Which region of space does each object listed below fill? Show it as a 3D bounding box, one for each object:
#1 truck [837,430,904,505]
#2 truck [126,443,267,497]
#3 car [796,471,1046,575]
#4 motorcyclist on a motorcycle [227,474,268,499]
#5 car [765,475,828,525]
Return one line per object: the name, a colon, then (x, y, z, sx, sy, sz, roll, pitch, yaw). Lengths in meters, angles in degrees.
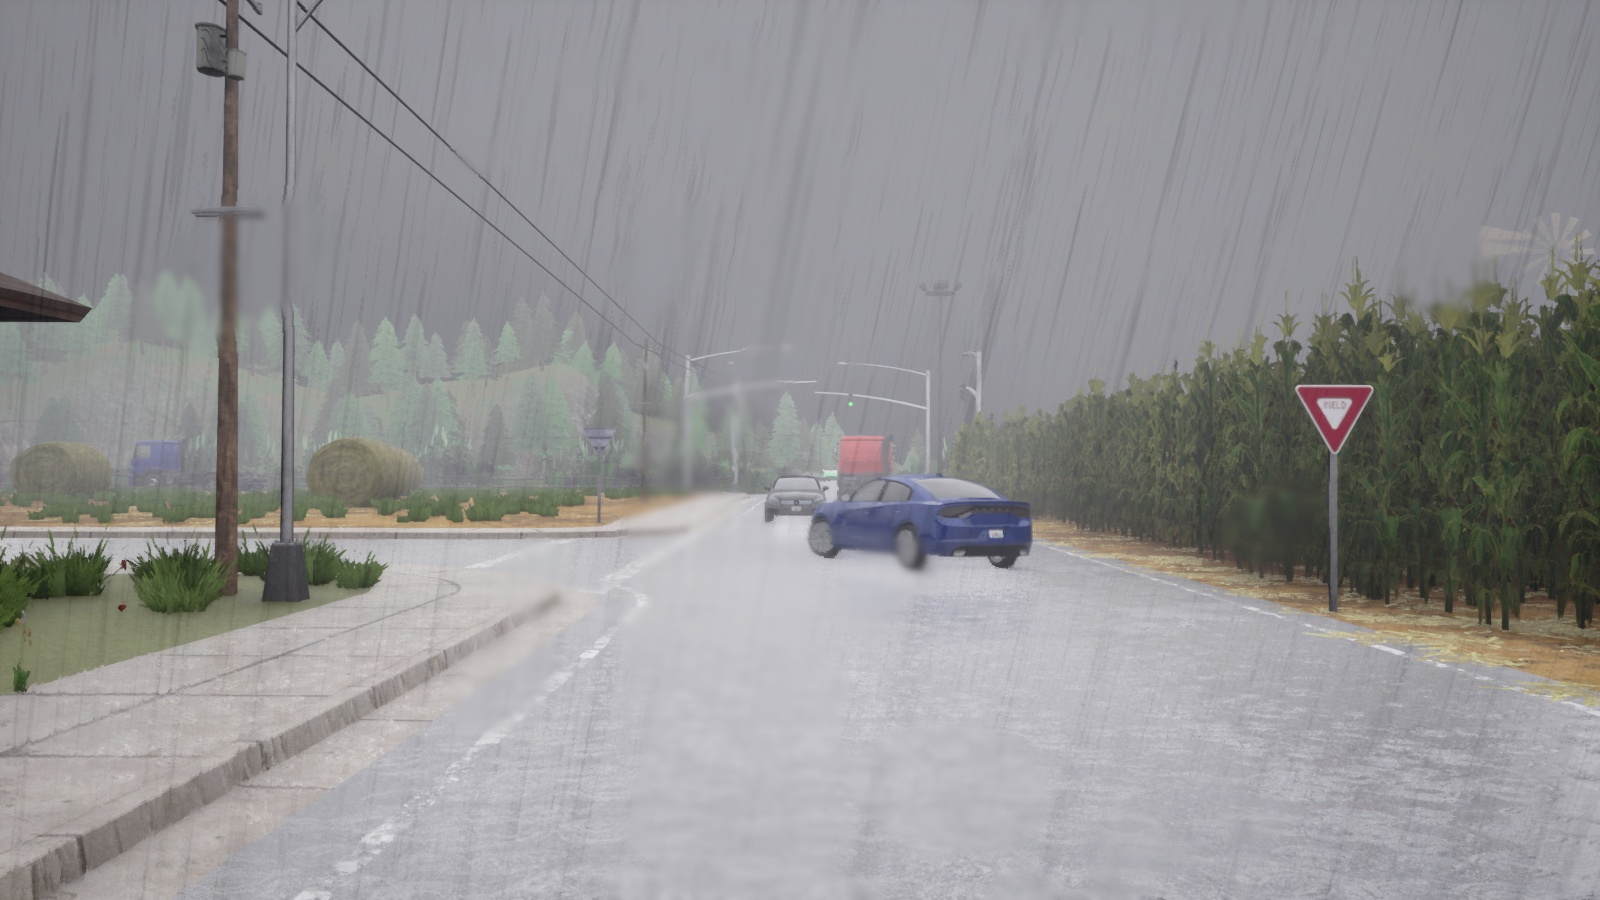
truck: (3.366, 0.862, 62.258, 2.891, 3.462, 7.936, 0, -1, 0)
truck: (-39.490, 1.335, 82.345, 7.936, 3.462, 2.891, 0, -1, 3)
car: (1.869, 1.137, 21.307, 1.882, 1.535, 5.008, 1, -1, -26)
motorcyclist on a motorcycle: (-34.557, 2.269, 78.583, 2.191, 1.530, 0.866, 0, -1, 3)
car: (-0.097, 1.488, 38.657, 1.812, 1.442, 4.674, 0, -1, 0)
